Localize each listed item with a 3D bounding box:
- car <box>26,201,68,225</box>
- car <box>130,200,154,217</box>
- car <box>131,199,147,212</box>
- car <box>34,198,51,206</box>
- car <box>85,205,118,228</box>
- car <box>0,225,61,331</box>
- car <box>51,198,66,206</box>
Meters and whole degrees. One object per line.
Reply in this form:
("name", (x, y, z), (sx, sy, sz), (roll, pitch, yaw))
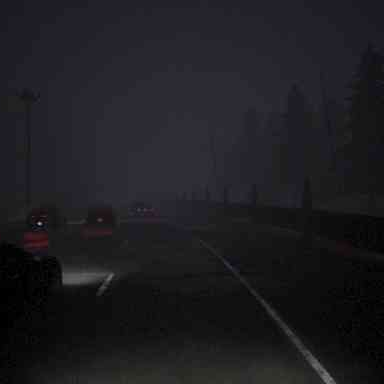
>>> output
("car", (-9.738, 1.648, 22.591), (1.837, 1.490, 4.892), (0, 0, -11))
("car", (-4.913, 1.756, 33.862), (2.033, 1.411, 5.357), (0, 0, -12))
("car", (-7.051, 1.749, 43.938), (1.882, 1.535, 5.008), (0, 0, -12))
("car", (-29.851, 1.941, 66.505), (2.128, 1.511, 4.902), (0, 0, -12))
("car", (-6.385, 1.625, 23.667), (1.882, 1.535, 5.008), (0, 0, -11))
("car", (-3.761, 1.562, 5.651), (1.812, 1.442, 4.674), (0, 0, -4))
("car", (-25.820, 1.926, 64.381), (1.812, 1.442, 4.674), (0, 0, -12))
